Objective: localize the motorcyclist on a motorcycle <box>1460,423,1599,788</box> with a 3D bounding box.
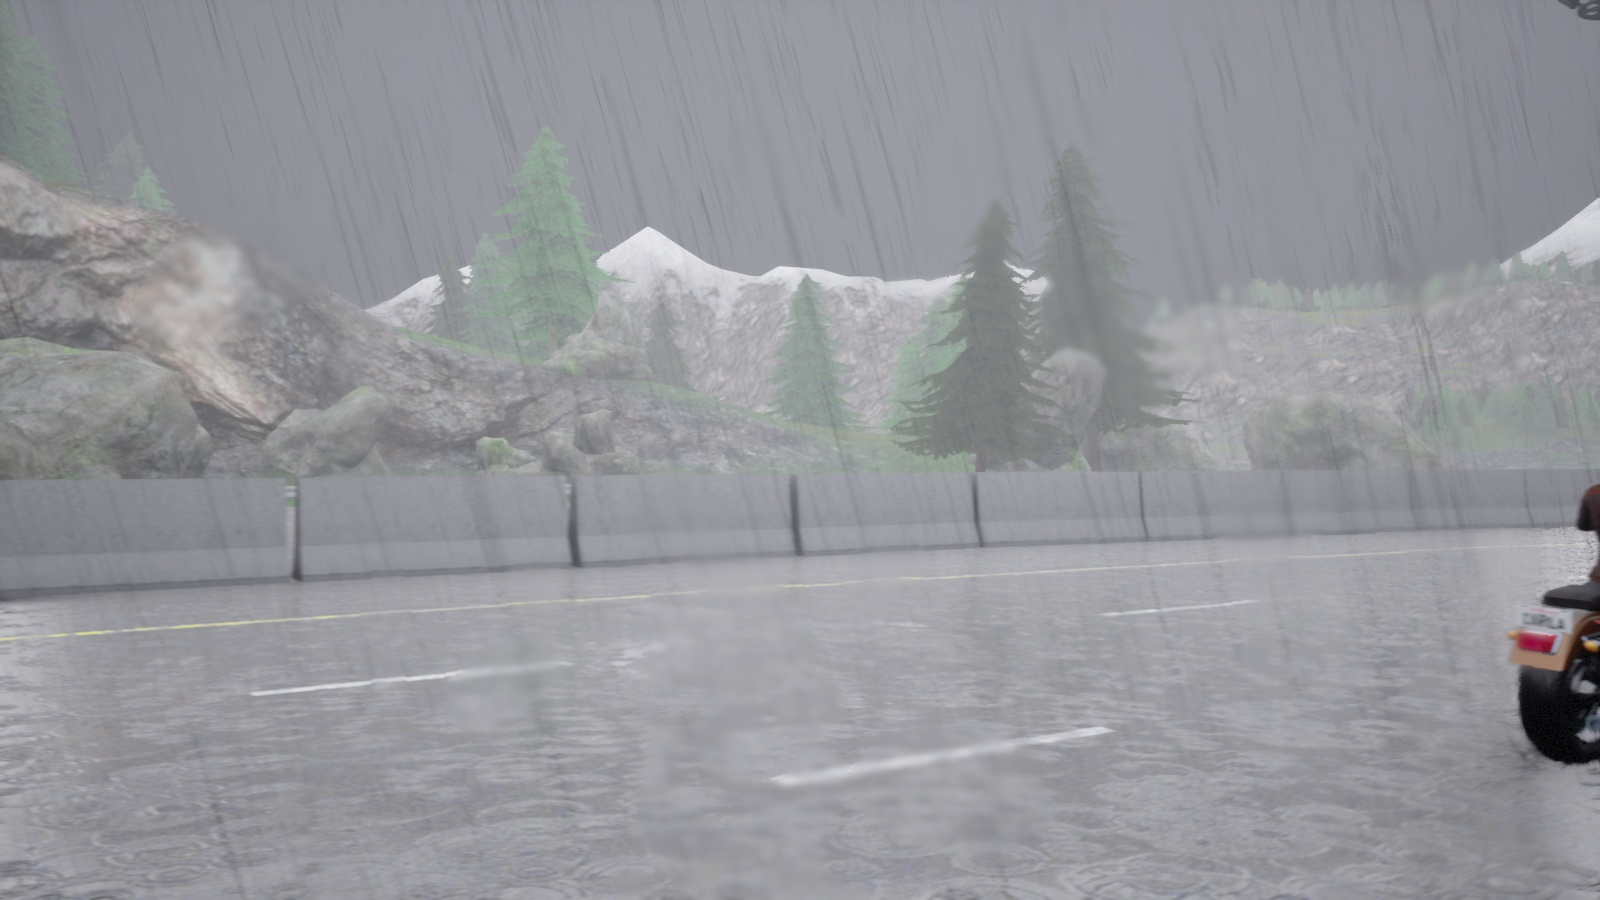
[{"bbox_3d":[4.489,0.701,6.506,2.350,1.649,0.766,0,1,-31],"label":"motorcyclist on a motorcycle"}]
